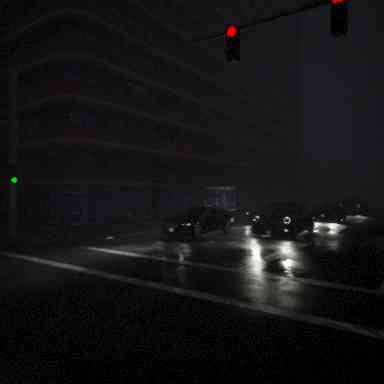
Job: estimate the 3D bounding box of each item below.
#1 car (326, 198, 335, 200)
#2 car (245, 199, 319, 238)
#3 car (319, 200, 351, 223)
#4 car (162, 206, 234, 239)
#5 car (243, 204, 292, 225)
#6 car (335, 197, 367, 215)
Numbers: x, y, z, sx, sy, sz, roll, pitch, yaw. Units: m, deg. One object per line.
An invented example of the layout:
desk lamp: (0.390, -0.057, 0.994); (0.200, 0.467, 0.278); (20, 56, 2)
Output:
car: (17.109, 1.531, 41.028); (1.812, 1.442, 4.674); (0, 0, 36)
car: (4.954, 1.355, 17.795); (2.097, 1.767, 4.553); (0, 0, 35)
car: (10.672, 1.567, 25.905); (1.994, 1.385, 4.181); (0, 0, 35)
car: (0.432, 1.496, 17.462); (2.128, 1.511, 4.902); (0, 0, 35)
car: (5.774, 1.605, 25.033); (1.895, 1.301, 4.718); (0, 0, 35)
car: (16.547, 1.355, 34.207); (2.097, 1.767, 4.553); (0, 0, 35)
